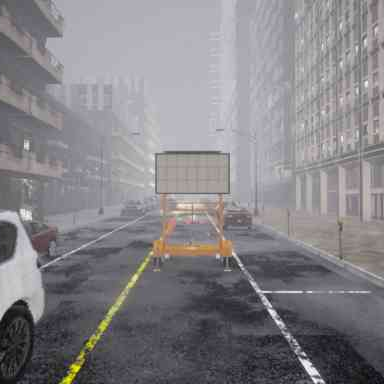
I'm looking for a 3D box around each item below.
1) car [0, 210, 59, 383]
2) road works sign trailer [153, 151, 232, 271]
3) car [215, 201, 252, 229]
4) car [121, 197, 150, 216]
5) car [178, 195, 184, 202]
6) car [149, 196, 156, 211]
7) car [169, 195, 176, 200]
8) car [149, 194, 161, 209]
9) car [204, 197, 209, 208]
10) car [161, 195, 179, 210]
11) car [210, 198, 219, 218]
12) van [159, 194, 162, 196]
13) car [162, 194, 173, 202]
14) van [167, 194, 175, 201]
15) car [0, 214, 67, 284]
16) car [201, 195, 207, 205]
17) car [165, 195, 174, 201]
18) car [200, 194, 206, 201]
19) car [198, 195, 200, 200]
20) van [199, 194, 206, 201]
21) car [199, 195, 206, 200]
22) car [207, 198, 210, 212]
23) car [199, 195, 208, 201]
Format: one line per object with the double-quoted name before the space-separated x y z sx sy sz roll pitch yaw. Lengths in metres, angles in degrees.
"car" -3.098 1.222 2.352 2.150 2.045 5.566 0 0 0
"road works sign trailer" 0.016 0.468 10.857 2.380 3.560 2.880 0 0 0
"car" 2.738 1.551 21.376 1.887 1.381 4.507 1 0 0
"car" -5.622 1.449 32.410 1.967 1.590 4.097 1 0 0
"car" -2.869 1.535 80.399 1.812 1.442 4.674 0 0 0
"car" -5.614 1.554 37.958 1.887 1.381 4.507 1 0 0
"car" -5.490 1.533 93.255 1.752 1.417 4.829 1 0 0
"car" -5.603 1.449 43.505 1.967 1.590 4.097 1 0 0
"car" 2.766 1.554 38.020 1.887 1.381 4.507 1 0 0
"car" -3.027 1.535 43.815 1.812 1.442 4.674 0 0 0
"car" 2.749 1.448 26.923 1.967 1.590 4.097 1 0 0
"van" -5.592 1.350 49.052 1.690 1.788 3.998 1 0 0
"car" -5.549 1.325 76.785 2.192 1.841 5.009 1 0 0
"van" -5.503 1.350 87.879 1.690 1.788 3.998 1 0 0
"car" -5.660 1.548 10.224 1.887 1.381 4.507 1 0 0
"car" 2.784 1.560 49.116 2.008 1.369 4.403 1 0 0
"car" -5.551 1.535 82.161 1.752 1.417 4.829 1 0 0
"car" 2.803 1.535 60.381 1.752 1.417 4.829 1 0 0
"car" 2.820 1.592 71.308 1.802 1.307 4.206 1 0 0
"van" 2.852 1.350 87.952 1.690 1.788 3.998 1 0 0
"car" 2.857 1.573 93.500 1.947 1.339 4.313 1 0 0
"car" 2.757 1.553 32.472 1.887 1.381 4.507 1 0 0
"car" 2.841 1.449 82.404 1.967 1.590 4.097 1 0 0
